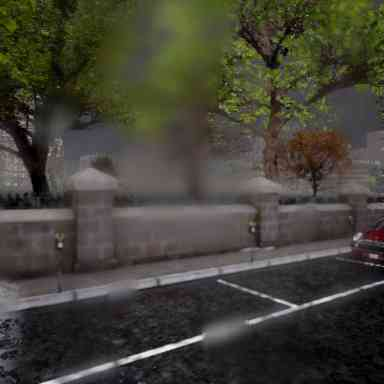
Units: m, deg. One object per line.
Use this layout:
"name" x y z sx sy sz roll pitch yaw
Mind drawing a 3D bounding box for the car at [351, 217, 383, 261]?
"car" 7.510 1.575 11.925 4.097 1.590 1.967 1 -1 -36
